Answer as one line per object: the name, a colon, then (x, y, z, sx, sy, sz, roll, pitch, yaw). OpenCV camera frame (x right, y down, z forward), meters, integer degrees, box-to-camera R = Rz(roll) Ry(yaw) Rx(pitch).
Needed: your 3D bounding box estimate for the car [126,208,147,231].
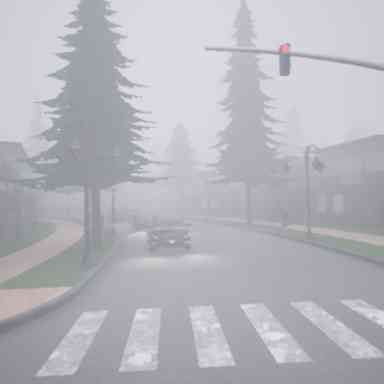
car: (-3.625, 2.214, 25.878, 1.994, 1.385, 4.181, -1, -1, -19)

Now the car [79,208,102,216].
car: (-16.021, 3.123, 52.699, 4.718, 1.301, 1.895, -3, -2, 43)

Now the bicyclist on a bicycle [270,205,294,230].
bicyclist on a bicycle: (5.722, 1.641, 21.240, 1.656, 1.620, 0.582, -1, -1, -12)

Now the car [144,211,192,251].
car: (-1.213, 1.887, 16.233, 1.837, 1.490, 4.892, -1, -1, -9)

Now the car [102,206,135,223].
car: (-7.757, 2.507, 35.647, 2.033, 1.411, 5.357, -1, -1, -28)

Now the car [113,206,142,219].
car: (-8.533, 2.635, 43.814, 1.882, 1.535, 5.008, 0, -1, -35)
